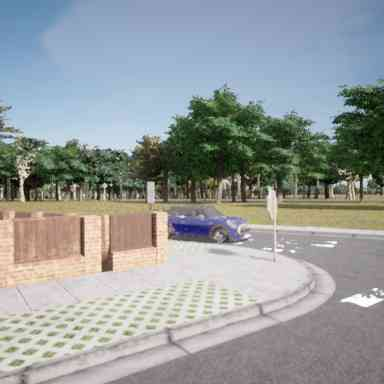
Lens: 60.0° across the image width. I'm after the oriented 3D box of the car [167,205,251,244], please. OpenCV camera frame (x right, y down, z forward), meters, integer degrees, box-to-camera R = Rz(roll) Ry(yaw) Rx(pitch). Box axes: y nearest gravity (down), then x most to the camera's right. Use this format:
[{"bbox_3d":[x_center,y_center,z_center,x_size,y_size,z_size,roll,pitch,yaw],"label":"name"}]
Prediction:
[{"bbox_3d":[0.565,1.444,16.380,4.553,1.767,2.097,0,0,31],"label":"car"}]
